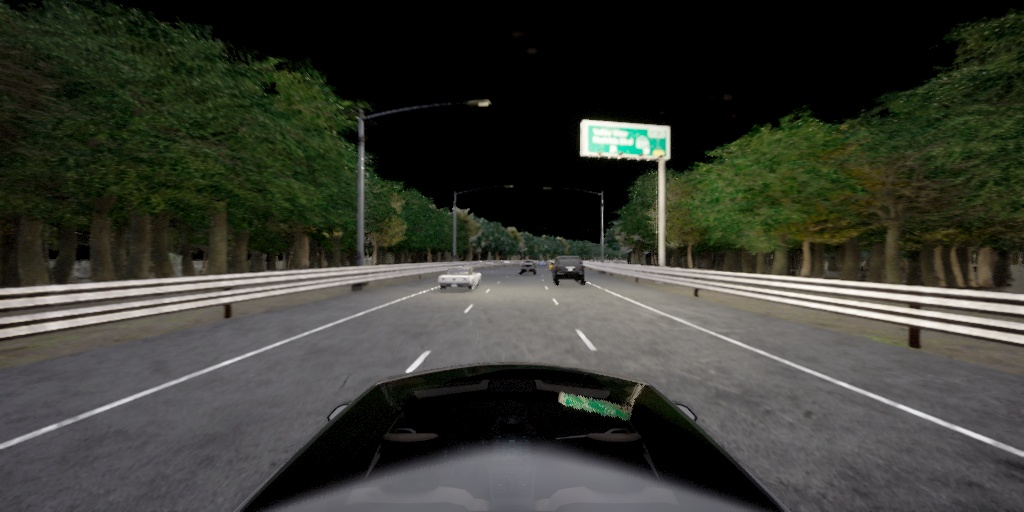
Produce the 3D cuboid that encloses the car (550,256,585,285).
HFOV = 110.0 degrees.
[{"bbox_3d":[4.171,1.046,27.146,2.150,2.045,5.566,0,0,4],"label":"car"}]

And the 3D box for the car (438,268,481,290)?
[{"bbox_3d":[-3.128,1.371,22.396,1.895,1.301,4.718,0,0,3],"label":"car"}]

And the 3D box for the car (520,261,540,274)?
[{"bbox_3d":[2.035,1.413,43.100,1.837,1.490,4.892,0,0,6],"label":"car"}]
